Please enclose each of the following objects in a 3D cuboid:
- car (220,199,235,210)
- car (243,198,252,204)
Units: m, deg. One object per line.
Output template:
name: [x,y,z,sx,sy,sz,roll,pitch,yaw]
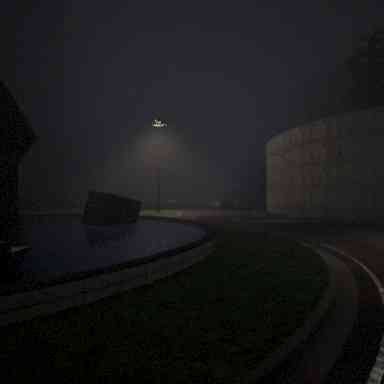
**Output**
car: [5.699,1.846,52.995,2.097,1.767,4.553,0,-1,12]
car: [14.465,2.322,86.457,1.994,1.385,4.181,-1,-1,15]
